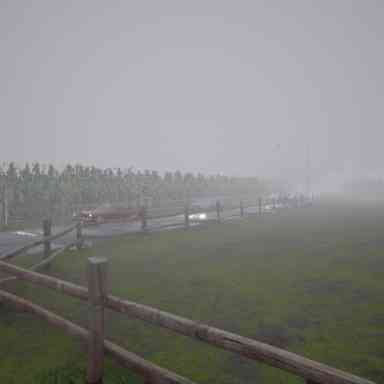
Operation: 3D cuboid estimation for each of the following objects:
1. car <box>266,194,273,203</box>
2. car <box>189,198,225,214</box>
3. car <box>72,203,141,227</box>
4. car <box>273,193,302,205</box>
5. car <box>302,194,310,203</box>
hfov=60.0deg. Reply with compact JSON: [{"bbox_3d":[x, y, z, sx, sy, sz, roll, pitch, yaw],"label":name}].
[{"bbox_3d":[12.601,0.982,49.971,1.812,1.442,4.674,1,1,30],"label":"car"},{"bbox_3d":[1.453,1.255,31.637,1.994,1.385,4.181,1,1,32],"label":"car"},{"bbox_3d":[-5.268,1.421,21.367,1.895,1.301,4.718,1,1,34],"label":"car"},{"bbox_3d":[13.036,0.874,45.122,2.097,1.767,4.553,1,1,30],"label":"car"},{"bbox_3d":[17.834,1.011,53.684,1.895,1.301,4.718,1,1,29],"label":"car"}]
